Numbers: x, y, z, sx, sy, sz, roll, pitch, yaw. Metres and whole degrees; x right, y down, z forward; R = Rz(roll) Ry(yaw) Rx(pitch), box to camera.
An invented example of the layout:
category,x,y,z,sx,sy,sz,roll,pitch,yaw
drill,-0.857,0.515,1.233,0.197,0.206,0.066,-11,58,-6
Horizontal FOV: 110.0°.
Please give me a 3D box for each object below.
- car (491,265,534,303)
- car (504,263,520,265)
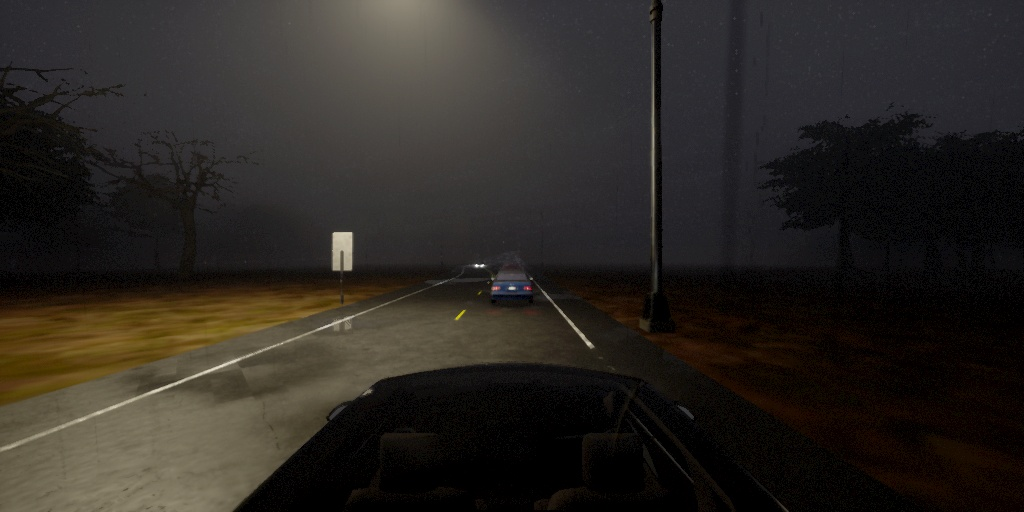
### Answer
category,x,y,z,sx,sy,sz,roll,pitch,yaw
car,0.000,1.316,16.500,2.033,1.411,5.357,0,0,0
car,0.000,1.289,31.503,1.812,1.442,4.674,0,0,0
